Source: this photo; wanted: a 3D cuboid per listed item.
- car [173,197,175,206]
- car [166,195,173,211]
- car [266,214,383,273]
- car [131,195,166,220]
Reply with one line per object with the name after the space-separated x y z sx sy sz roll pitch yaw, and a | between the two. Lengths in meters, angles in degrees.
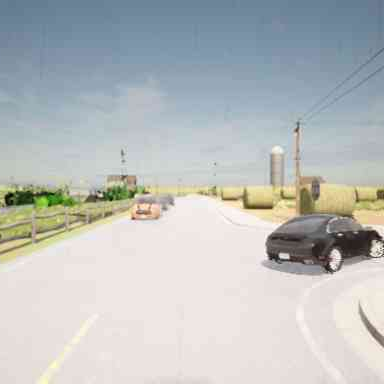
-3.534 1.245 49.059 1.837 1.490 4.892 0 1 0 | car
-3.560 1.352 37.192 2.033 1.411 5.357 0 0 0 | car
4.374 1.481 10.678 4.892 1.490 1.837 -1 -2 -40 | car
-3.571 1.211 26.757 2.097 1.767 4.553 0 0 0 | car
